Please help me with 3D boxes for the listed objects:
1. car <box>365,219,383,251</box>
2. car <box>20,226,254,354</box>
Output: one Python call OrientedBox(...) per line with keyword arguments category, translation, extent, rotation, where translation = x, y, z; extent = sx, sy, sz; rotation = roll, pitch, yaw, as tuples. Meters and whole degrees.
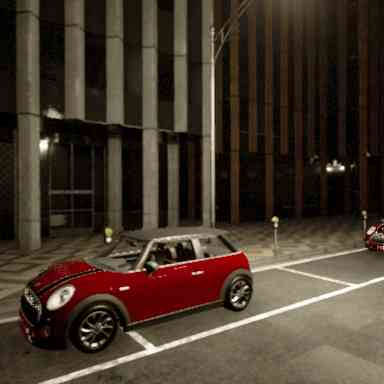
OrientedBox(category="car", translation=(8.343, 1.424, 12.593), extent=(4.097, 1.590, 1.967), rotation=(0, 0, -35))
OrientedBox(category="car", translation=(-0.838, 1.436, 6.051), extent=(4.097, 1.590, 1.967), rotation=(0, 0, -35))
